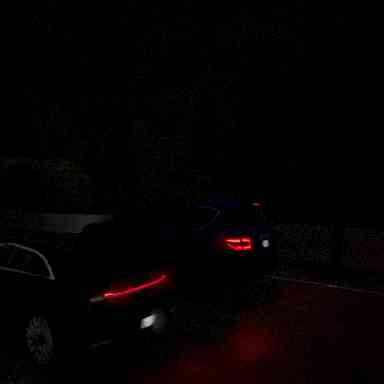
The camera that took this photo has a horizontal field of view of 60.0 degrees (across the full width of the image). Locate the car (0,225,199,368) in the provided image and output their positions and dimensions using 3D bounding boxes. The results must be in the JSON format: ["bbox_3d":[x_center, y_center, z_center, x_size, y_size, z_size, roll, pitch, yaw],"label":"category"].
[{"bbox_3d":[-2.553,1.471,5.729,4.902,1.511,2.128,0,0,35],"label":"car"}]

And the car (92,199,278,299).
[{"bbox_3d":[-0.616,1.200,8.644,5.566,2.045,2.150,0,0,35],"label":"car"}]
